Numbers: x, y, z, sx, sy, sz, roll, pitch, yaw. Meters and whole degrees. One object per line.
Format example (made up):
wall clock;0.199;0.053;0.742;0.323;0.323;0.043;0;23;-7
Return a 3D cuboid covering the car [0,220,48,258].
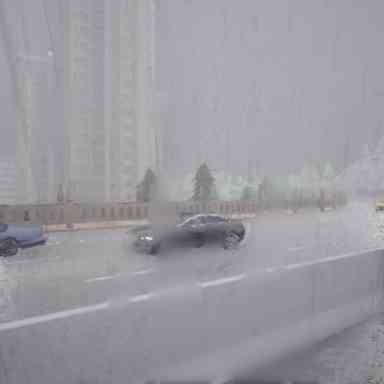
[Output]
car;-7.869;1.549;11.277;5.357;1.411;2.033;0;0;-35

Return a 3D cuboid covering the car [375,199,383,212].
car;23.130;1.588;39.711;1.882;1.535;5.008;0;0;35

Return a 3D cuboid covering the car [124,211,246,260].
car;-0.120;1.497;12.540;4.902;1.511;2.128;0;0;-36
